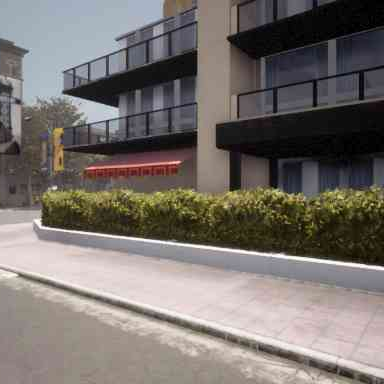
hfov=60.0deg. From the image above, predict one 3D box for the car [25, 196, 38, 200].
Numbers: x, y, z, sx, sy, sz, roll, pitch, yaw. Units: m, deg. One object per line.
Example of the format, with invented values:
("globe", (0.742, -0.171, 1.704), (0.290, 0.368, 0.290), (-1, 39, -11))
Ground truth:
("car", (-34.532, 1.481, 68.325), (4.892, 1.521, 2.231), (0, 0, 37))
